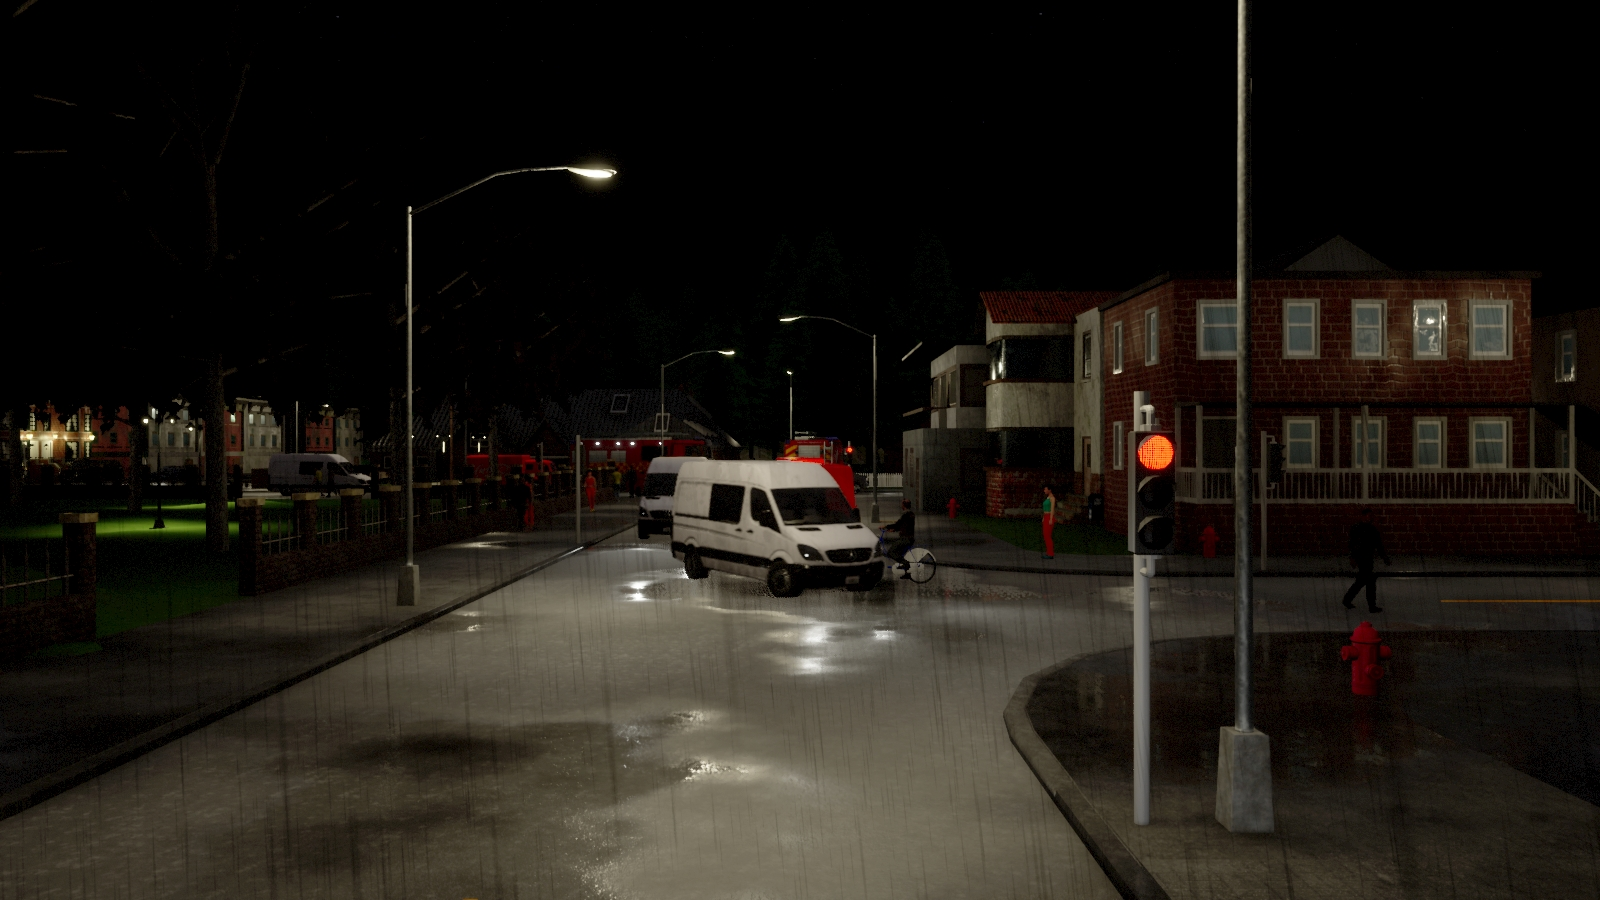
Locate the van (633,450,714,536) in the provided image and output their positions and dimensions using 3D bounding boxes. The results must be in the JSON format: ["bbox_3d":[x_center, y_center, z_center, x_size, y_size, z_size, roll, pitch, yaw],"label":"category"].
[{"bbox_3d":[-4.022,1.298,37.361,1.988,2.561,5.915,0,0,0],"label":"van"}]

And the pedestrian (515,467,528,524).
[{"bbox_3d":[-9.254,1.508,38.002,0.375,1.860,0.375,0,0,-9],"label":"pedestrian"}]

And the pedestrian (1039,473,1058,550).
[{"bbox_3d":[6.059,1.504,27.875,0.375,1.860,0.375,0,0,-4],"label":"pedestrian"}]

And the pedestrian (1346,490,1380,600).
[{"bbox_3d":[9.680,1.620,19.644,0.375,1.860,0.375,0,0,-17],"label":"pedestrian"}]

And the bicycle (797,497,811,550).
[{"bbox_3d":[0.094,1.927,30.359,0.329,1.271,1.835,0,0,-1],"label":"bicycle"}]

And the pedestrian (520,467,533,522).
[{"bbox_3d":[-9.329,1.508,39.034,0.375,1.860,0.375,0,0,-3],"label":"pedestrian"}]

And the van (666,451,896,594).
[{"bbox_3d":[-0.597,1.303,23.651,1.988,2.561,5.915,0,0,-32],"label":"van"}]
